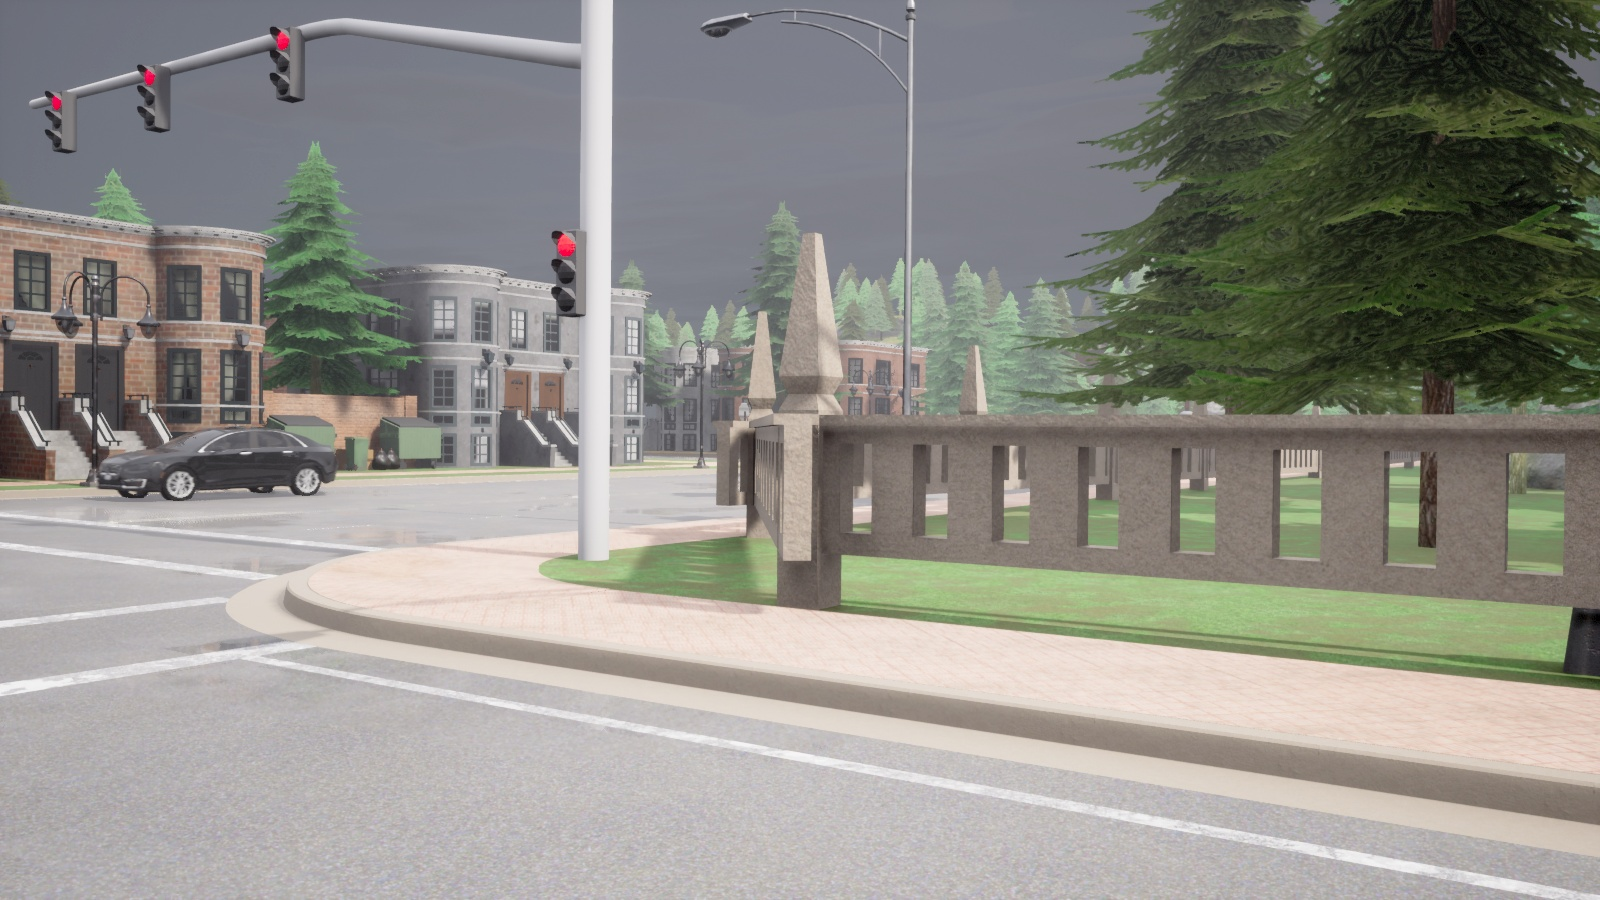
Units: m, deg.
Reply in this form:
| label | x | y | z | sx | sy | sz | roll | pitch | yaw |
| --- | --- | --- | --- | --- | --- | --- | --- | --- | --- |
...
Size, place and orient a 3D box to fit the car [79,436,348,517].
| label | x | y | z | sx | sy | sz | roll | pitch | yaw |
| --- | --- | --- | --- | --- | --- | --- | --- | --- | --- |
| car | -12.224 | 0.484 | 26.539 | 1.837 | 1.490 | 4.892 | 0 | 1 | 34 |
